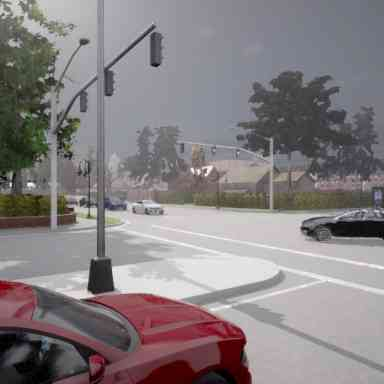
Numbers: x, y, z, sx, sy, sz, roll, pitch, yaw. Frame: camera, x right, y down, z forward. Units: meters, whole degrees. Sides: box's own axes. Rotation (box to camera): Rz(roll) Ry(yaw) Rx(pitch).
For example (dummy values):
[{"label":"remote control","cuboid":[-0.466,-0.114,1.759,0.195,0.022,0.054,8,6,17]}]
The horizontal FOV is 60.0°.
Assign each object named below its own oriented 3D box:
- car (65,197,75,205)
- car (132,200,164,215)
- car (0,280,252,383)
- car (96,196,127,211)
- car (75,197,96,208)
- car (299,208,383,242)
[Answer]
[{"label":"car","cuboid":[-21.047,1.564,57.083,1.994,1.385,4.181,0,0,-34]},{"label":"car","cuboid":[-4.647,1.526,34.364,1.812,1.442,4.674,0,0,-35]},{"label":"car","cuboid":[-1.717,1.478,2.544,5.008,1.535,1.882,0,0,-35]},{"label":"car","cuboid":[-9.855,1.352,41.567,2.097,1.767,4.553,0,0,-36]},{"label":"car","cuboid":[-15.248,1.505,49.021,1.837,1.490,4.892,0,0,-36]},{"label":"car","cuboid":[7.504,1.491,15.281,4.902,1.511,2.128,0,-1,15]}]
